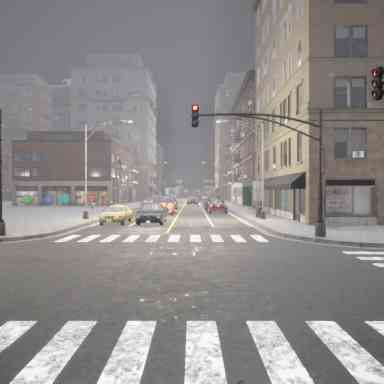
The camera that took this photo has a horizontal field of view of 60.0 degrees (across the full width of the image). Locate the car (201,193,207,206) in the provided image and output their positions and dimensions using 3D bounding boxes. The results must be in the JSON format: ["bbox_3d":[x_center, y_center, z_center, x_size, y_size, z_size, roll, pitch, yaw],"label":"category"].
[{"bbox_3d":[2.650,1.317,41.030,2.192,1.841,5.009,0,0,0],"label":"car"}]

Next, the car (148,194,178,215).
[{"bbox_3d":[-2.841,1.353,33.808,2.097,1.767,4.553,0,0,0],"label":"car"}]

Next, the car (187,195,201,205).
[{"bbox_3d":[0.123,1.604,57.395,1.895,1.301,4.718,0,0,0],"label":"car"}]

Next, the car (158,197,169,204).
[{"bbox_3d":[-5.367,1.586,63.681,1.802,1.307,4.206,0,0,0],"label":"car"}]

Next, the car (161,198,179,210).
[{"bbox_3d":[-2.831,1.550,44.216,2.033,1.411,5.357,0,0,0],"label":"car"}]

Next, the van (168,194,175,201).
[{"bbox_3d":[-5.359,1.349,86.328,1.690,1.788,3.998,0,0,0],"label":"van"}]

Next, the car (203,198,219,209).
[{"bbox_3d":[2.652,1.568,46.692,1.947,1.339,4.313,0,0,0],"label":"car"}]

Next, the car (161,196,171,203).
[{"bbox_3d":[-5.365,1.530,69.173,1.752,1.417,4.829,0,0,0],"label":"car"}]

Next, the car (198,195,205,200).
[{"bbox_3d":[2.668,1.575,91.987,1.947,1.339,4.313,0,0,0],"label":"car"}]

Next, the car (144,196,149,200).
[{"bbox_3d":[-5.375,1.553,41.033,2.008,1.369,4.403,0,0,0],"label":"car"}]

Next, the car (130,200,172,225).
[{"bbox_3d":[-2.841,1.548,24.159,2.033,1.411,5.357,0,0,0],"label":"car"}]

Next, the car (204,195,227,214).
[{"bbox_3d":[2.648,1.441,35.368,1.967,1.590,4.097,0,0,0],"label":"car"}]

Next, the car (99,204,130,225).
[{"bbox_3d":[-5.381,1.526,23.877,1.752,1.417,4.829,0,0,0],"label":"car"}]
